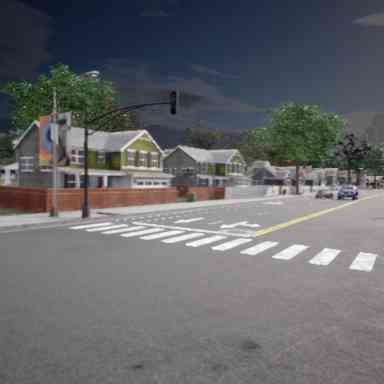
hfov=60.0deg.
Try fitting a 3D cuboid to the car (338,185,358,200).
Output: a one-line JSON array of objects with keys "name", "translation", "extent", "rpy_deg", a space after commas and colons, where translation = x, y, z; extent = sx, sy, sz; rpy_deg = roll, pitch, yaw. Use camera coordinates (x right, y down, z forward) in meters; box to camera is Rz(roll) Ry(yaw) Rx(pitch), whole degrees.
[{"name": "car", "translation": [22.803, 0.063, 48.409], "extent": [2.150, 2.045, 5.566], "rpy_deg": [2, 2, 33]}]

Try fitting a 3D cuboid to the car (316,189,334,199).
[{"name": "car", "translation": [20.082, 0.254, 50.202], "extent": [1.812, 1.442, 4.674], "rpy_deg": [2, 2, 33]}]
